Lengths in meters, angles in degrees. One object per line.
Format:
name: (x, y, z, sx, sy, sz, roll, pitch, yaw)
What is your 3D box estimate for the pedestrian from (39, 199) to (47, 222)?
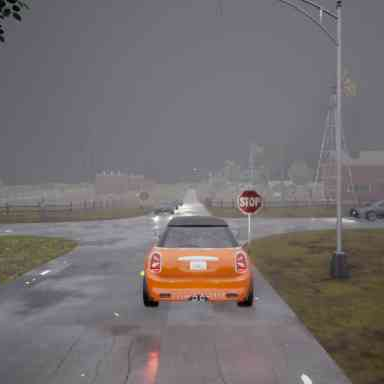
pedestrian: (-12.086, 1.466, 27.030, 0.375, 1.860, 0.375, 0, 2, 0)

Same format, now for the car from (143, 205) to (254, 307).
car: (0.120, 1.354, 8.151, 2.097, 1.767, 4.553, 0, 0, 0)

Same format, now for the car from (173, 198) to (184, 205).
car: (-2.610, 1.867, 66.888, 2.033, 1.411, 5.357, 0, -1, 0)

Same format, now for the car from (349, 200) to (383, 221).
car: (13.563, 1.267, 23.823, 4.181, 1.385, 1.994, -1, 1, -1)

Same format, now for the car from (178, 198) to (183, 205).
car: (-2.726, 1.668, 46.037, 2.033, 1.411, 5.357, 0, 0, 1)

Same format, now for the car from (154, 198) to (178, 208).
car: (-2.758, 1.562, 34.275, 1.837, 1.490, 4.892, 0, 0, 0)
